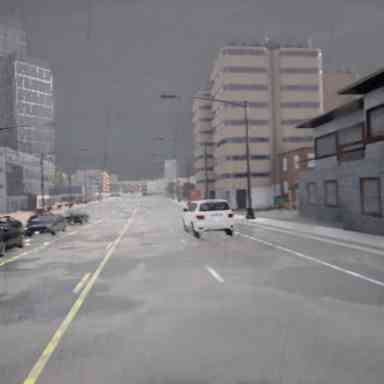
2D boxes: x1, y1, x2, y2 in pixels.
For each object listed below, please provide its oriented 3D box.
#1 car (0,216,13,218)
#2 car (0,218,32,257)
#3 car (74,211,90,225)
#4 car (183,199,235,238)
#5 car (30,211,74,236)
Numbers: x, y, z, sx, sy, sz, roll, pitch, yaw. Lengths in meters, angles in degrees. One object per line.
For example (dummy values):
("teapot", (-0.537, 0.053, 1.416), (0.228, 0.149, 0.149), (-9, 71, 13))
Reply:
("car", (-14.049, 2.516, 24.518), (1.994, 1.385, 4.181), (-2, -1, -8))
("car", (-9.162, 2.112, 15.146), (1.994, 1.385, 4.181), (-2, -1, -9))
("car", (-11.922, 2.695, 34.437), (1.895, 1.301, 4.718), (-2, -1, -8))
("car", (0.830, 1.480, 19.436), (2.150, 2.045, 5.566), (-3, -1, -9))
("car", (-10.497, 2.355, 24.431), (2.033, 1.411, 5.357), (-2, -1, -8))
